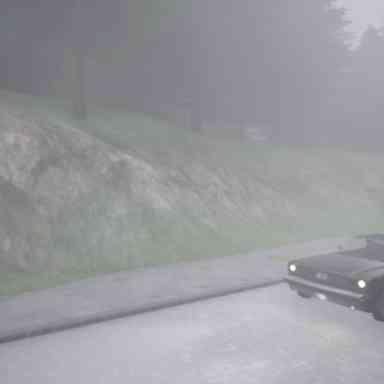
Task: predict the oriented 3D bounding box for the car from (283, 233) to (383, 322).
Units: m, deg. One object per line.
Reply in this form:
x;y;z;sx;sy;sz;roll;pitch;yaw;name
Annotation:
4.252;1.665;7.457;4.718;1.301;1.895;1;0;-34;car
